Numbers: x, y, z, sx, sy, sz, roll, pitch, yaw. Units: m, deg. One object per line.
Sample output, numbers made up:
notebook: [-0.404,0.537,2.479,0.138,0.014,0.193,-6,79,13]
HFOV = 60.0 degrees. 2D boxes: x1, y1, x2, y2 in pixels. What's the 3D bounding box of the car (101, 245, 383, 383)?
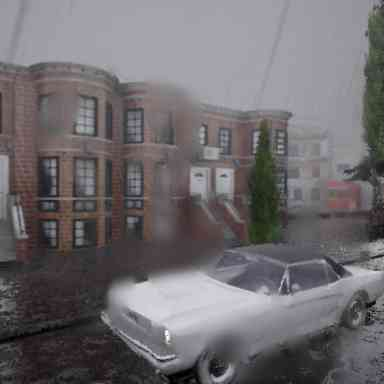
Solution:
car: [1.065,1.618,5.365,4.718,1.301,1.895,0,0,-35]
